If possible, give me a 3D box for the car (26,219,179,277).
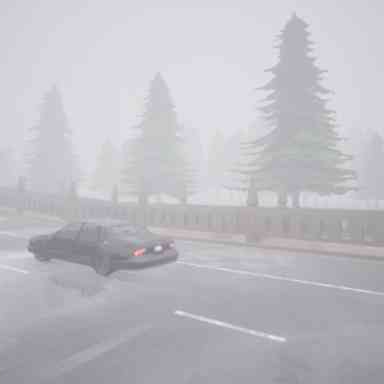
[{"bbox_3d":[-2.935,1.542,10.289,5.357,1.411,2.033,0,0,36],"label":"car"}]
